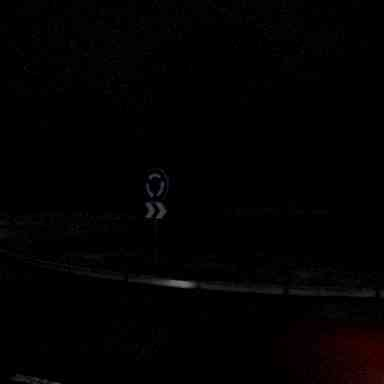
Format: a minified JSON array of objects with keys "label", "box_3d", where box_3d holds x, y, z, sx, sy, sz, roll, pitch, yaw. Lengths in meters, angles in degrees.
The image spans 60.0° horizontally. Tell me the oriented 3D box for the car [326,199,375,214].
[{"label":"car","box_3d":[16.886,1.529,35.698,1.837,1.490,4.892,2,-2,-44]}]
